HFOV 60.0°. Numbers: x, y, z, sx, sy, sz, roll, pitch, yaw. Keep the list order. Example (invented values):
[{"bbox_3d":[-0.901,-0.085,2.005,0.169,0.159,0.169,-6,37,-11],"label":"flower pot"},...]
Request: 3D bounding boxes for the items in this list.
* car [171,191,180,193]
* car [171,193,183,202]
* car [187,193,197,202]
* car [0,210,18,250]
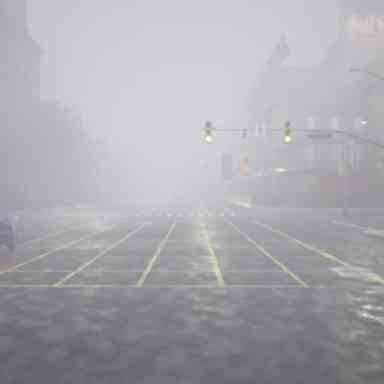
[{"bbox_3d":[-3.510,1.106,84.948,2.150,2.045,5.566,0,0,0],"label":"car"},{"bbox_3d":[-3.509,1.529,74.948,2.033,1.411,5.357,0,0,0],"label":"car"},{"bbox_3d":[-0.009,1.515,75.782,1.812,1.442,4.674,0,0,0],"label":"car"},{"bbox_3d":[-8.341,1.478,13.704,1.882,1.535,5.008,1,0,-28],"label":"car"}]
